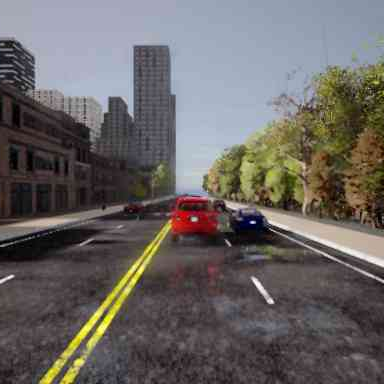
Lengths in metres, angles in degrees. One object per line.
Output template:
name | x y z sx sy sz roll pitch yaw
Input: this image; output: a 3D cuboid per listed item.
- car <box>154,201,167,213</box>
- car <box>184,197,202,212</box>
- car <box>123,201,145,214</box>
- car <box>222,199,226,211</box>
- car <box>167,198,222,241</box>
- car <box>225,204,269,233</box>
car | -3.313 1.712 39.118 1.994 1.385 4.181 0 0 0
car | 0.116 1.507 41.416 2.097 1.767 4.553 0 0 0
car | -6.568 1.745 38.049 1.895 1.301 4.718 0 0 0
car | 3.369 1.669 43.312 1.837 1.490 4.892 0 0 0
car | 0.111 1.290 17.200 2.150 2.045 5.566 0 0 0
car | 3.361 1.643 20.344 1.994 1.385 4.181 0 0 0
